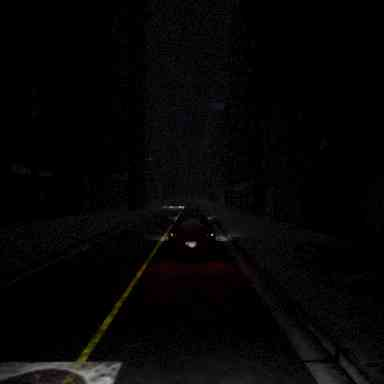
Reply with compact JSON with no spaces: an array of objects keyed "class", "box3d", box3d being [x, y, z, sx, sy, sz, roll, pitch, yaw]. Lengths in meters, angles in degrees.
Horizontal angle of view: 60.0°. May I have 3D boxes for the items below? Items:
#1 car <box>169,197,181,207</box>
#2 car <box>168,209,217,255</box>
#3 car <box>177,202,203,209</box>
[{"class":"car","box3d":[-3.047,2.157,65.740,1.812,1.442,4.674,0,0,0]},{"class":"car","box3d":[0.019,1.661,13.903,1.812,1.442,4.674,0,0,1]},{"class":"car","box3d":[0.009,1.836,28.506,1.994,1.385,4.181,0,0,0]}]
